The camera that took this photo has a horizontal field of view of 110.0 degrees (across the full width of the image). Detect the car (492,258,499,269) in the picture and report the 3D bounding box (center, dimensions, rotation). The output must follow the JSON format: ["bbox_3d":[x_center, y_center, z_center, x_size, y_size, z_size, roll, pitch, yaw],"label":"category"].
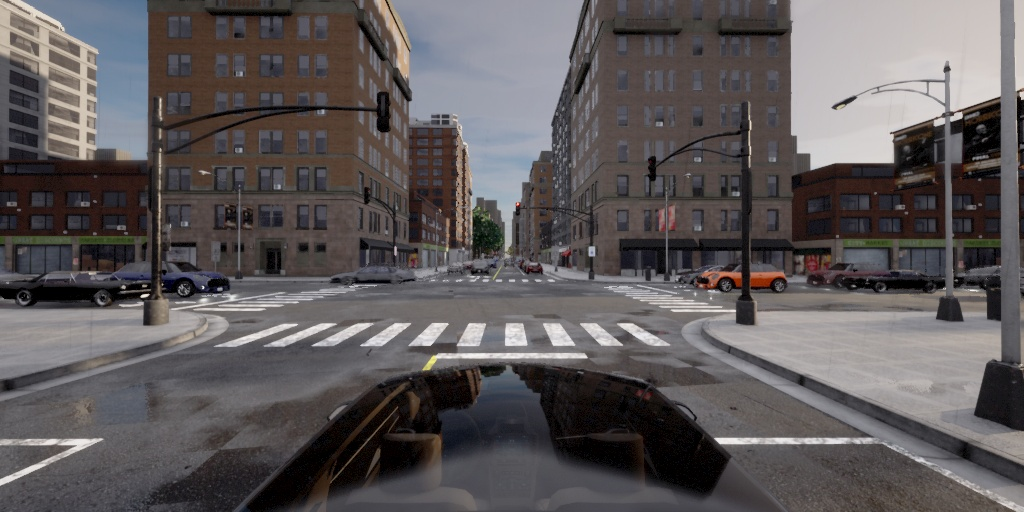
[{"bbox_3d":[-3.526,1.166,57.111,2.097,1.767,4.553,0,0,-1],"label":"car"}]

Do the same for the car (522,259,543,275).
[{"bbox_3d":[2.438,1.324,39.865,1.888,1.381,4.507,0,0,-1],"label":"car"}]

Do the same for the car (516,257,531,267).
[{"bbox_3d":[2.239,1.127,56.385,2.192,1.841,5.009,0,0,-1],"label":"car"}]

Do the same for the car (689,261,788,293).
[{"bbox_3d":[13.379,1.181,21.095,4.553,1.767,2.097,0,0,-1],"label":"car"}]

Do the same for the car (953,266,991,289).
[{"bbox_3d":[32.755,1.447,24.500,4.892,1.490,1.837,0,0,0],"label":"car"}]

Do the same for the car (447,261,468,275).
[{"bbox_3d":[-6.087,1.329,39.766,2.007,1.370,4.403,0,0,-1],"label":"car"}]

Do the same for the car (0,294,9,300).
[{"bbox_3d":[-5.855,1.190,1.406,1.967,1.591,4.097,0,0,0],"label":"car"}]

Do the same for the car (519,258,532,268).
[{"bbox_3d":[2.303,1.325,51.048,1.751,1.417,4.829,0,0,-1],"label":"car"}]

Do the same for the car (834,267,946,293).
[{"bbox_3d":[22.365,1.470,21.170,4.718,1.301,1.895,0,0,-1],"label":"car"}]

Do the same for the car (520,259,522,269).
[{"bbox_3d":[2.372,1.354,45.372,1.948,1.339,4.313,0,0,-1],"label":"car"}]

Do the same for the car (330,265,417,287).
[{"bbox_3d":[-9.195,1.303,24.197,5.357,1.411,2.033,0,0,-16],"label":"car"}]

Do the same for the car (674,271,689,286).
[{"bbox_3d":[13.677,1.347,24.363,4.902,1.511,2.128,0,0,0],"label":"car"}]

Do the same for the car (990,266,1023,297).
[{"bbox_3d":[27.699,1.358,17.764,4.902,1.511,2.128,0,0,0],"label":"car"}]

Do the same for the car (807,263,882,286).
[{"bbox_3d":[22.871,1.249,24.424,4.553,1.767,2.097,0,0,-1],"label":"car"}]

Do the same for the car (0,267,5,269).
[{"bbox_3d":[-25.930,1.181,17.308,5.357,1.411,2.033,0,0,-1],"label":"car"}]

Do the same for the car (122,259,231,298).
[{"bbox_3d":[-16.456,1.024,17.416,4.553,1.767,2.097,0,0,-1],"label":"car"}]

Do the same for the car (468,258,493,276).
[{"bbox_3d":[-3.313,1.282,38.338,1.837,1.490,4.892,0,0,-1],"label":"car"}]

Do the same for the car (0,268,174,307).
[{"bbox_3d":[-16.674,1.246,14.131,4.718,1.301,1.895,0,0,0],"label":"car"}]
